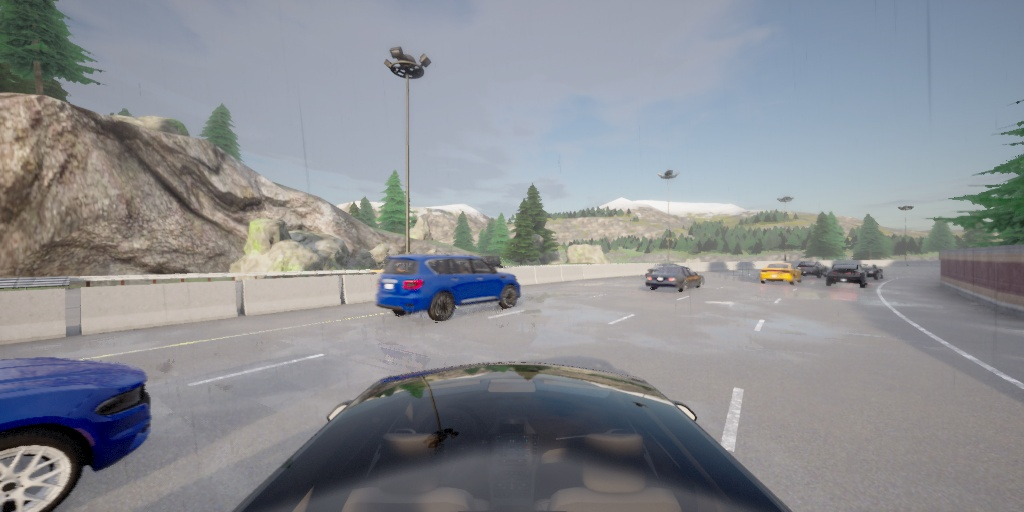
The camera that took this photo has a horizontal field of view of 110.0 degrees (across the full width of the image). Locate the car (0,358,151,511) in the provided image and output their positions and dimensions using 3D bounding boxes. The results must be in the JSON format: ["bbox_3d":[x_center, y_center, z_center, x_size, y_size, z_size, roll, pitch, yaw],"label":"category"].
[{"bbox_3d":[-5.201,1.227,1.668,1.882,1.535,5.008,0,0,32],"label":"car"}]

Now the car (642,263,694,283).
[{"bbox_3d":[12.958,1.297,29.539,5.357,1.411,2.033,0,0,-44],"label":"car"}]

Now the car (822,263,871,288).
[{"bbox_3d":[22.498,1.255,24.059,4.892,1.490,1.837,0,0,-43],"label":"car"}]

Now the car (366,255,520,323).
[{"bbox_3d":[-1.972,0.972,12.571,2.150,2.045,5.566,0,0,37],"label":"car"}]

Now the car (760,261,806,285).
[{"bbox_3d":[19.790,1.228,26.313,5.008,1.535,1.882,0,0,-44],"label":"car"}]

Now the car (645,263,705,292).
[{"bbox_3d":[9.746,1.296,21.272,2.033,1.411,5.357,0,0,43],"label":"car"}]

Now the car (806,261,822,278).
[{"bbox_3d":[27.742,1.241,33.176,4.902,1.511,2.128,0,0,-39],"label":"car"}]

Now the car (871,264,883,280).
[{"bbox_3d":[30.449,1.351,30.881,4.718,1.301,1.895,0,0,-39],"label":"car"}]

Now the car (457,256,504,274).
[{"bbox_3d":[-3.694,0.972,42.863,5.566,2.045,2.150,0,0,-45],"label":"car"}]
